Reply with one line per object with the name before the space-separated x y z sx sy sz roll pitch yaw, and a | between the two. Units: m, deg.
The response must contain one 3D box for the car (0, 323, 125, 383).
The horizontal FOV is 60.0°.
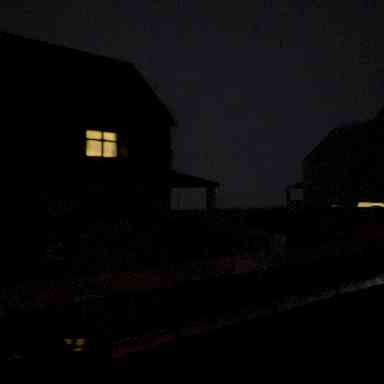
car | -2.558 1.481 1.080 4.902 1.511 2.128 0 0 -36
